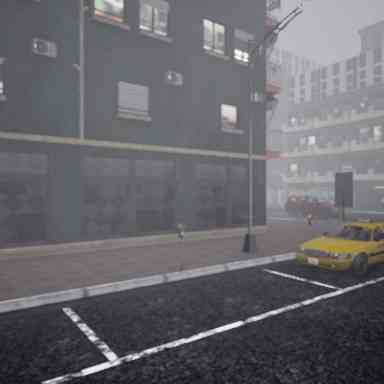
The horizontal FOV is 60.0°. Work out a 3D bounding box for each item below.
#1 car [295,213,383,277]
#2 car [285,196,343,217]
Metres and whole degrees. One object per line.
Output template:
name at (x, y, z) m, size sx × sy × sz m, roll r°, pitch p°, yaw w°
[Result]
car at (5.196, 1.521, 10.264) m, size 4.829 × 1.417 × 1.752 m, roll 0°, pitch 0°, yaw -35°
car at (10.200, 1.252, 28.055) m, size 2.192 × 1.841 × 5.009 m, roll 0°, pitch 0°, yaw -36°
